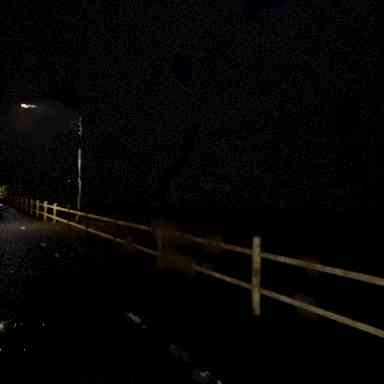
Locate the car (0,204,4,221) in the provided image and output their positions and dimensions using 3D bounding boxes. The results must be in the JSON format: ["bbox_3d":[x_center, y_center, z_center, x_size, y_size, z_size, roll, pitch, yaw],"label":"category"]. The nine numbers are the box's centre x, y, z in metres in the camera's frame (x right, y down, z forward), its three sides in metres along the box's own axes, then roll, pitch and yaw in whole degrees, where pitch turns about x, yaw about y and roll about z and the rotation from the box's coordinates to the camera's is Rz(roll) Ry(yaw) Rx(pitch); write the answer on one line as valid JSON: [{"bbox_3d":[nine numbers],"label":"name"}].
[{"bbox_3d":[-15.279,1.333,24.892,2.128,1.511,4.902,1,0,-33],"label":"car"}]
